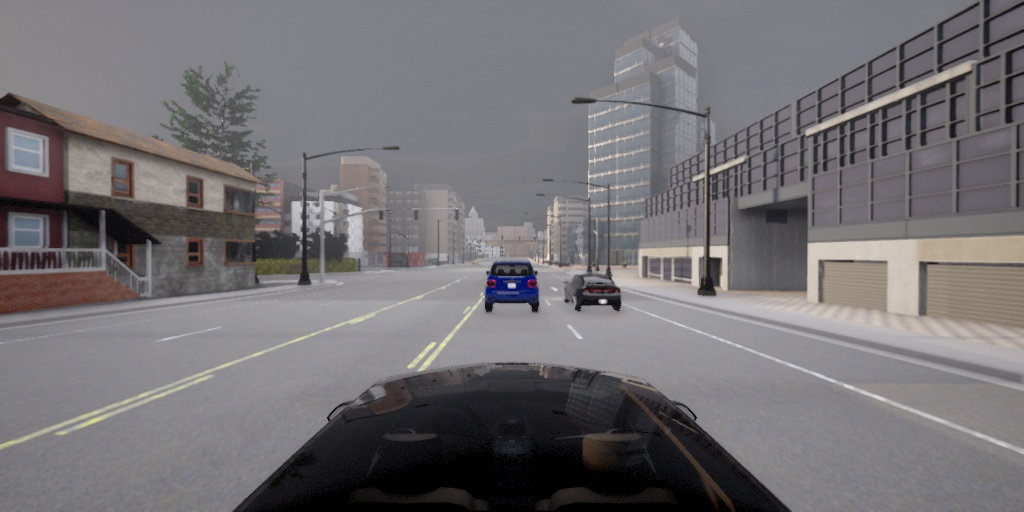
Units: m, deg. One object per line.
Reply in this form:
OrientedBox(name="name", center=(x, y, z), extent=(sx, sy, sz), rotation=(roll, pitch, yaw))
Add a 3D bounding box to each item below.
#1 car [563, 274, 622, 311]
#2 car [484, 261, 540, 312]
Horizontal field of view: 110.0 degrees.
OrientedBox(name="car", center=(3.502, 1.531, 16.172), extent=(1.837, 1.490, 4.892), rotation=(0, -1, 0))
OrientedBox(name="car", center=(-0.001, 1.234, 15.882), extent=(2.150, 2.045, 5.566), rotation=(0, -1, 0))
